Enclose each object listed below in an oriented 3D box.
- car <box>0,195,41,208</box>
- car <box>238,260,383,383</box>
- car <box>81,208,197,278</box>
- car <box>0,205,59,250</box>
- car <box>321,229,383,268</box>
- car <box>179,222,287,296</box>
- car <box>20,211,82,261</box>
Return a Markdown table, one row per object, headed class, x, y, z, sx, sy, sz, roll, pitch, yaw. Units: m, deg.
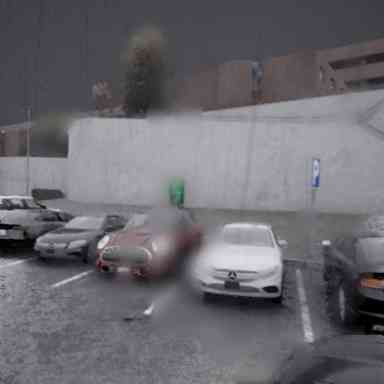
| class | x | y | z | sx | sy | sz | roll | pitch | yaw |
| --- | --- | --- | --- | --- | --- | --- | --- | --- | --- |
| car | -8.395 | 1.174 | 15.504 | 2.435 | 2.045 | 5.566 | 1 | 0 | 15 |
| car | 2.689 | 1.506 | 1.459 | 4.892 | 1.490 | 1.837 | 0 | 0 | 35 |
| car | -1.057 | 1.348 | 10.275 | 2.185 | 1.767 | 4.553 | 1 | -1 | 16 |
| car | -5.957 | 1.475 | 13.762 | 2.163 | 1.488 | 4.792 | 0 | -1 | 15 |
| car | 3.814 | 1.486 | 6.753 | 2.097 | 1.535 | 5.008 | 0 | -1 | 15 |
| car | 1.377 | 1.521 | 8.503 | 2.002 | 1.452 | 4.674 | 1 | -1 | 16 |
| car | -3.508 | 1.505 | 11.987 | 2.002 | 1.452 | 4.674 | 1 | 0 | 15 |
